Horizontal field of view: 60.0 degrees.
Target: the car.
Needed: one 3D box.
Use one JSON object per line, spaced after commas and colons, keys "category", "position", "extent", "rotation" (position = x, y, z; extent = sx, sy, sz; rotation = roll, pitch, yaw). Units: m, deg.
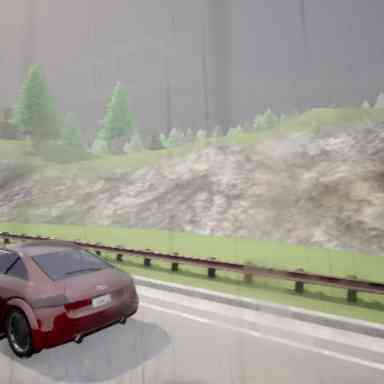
{"category": "car", "position": [-2.971, 1.593, 6.109], "extent": [4.181, 1.385, 1.994], "rotation": [0, 0, 35]}
